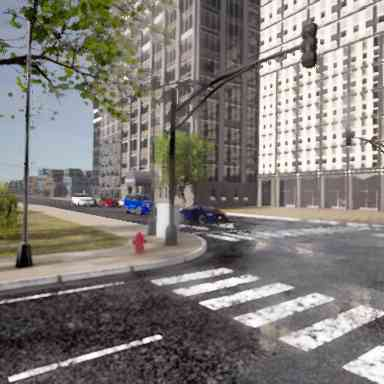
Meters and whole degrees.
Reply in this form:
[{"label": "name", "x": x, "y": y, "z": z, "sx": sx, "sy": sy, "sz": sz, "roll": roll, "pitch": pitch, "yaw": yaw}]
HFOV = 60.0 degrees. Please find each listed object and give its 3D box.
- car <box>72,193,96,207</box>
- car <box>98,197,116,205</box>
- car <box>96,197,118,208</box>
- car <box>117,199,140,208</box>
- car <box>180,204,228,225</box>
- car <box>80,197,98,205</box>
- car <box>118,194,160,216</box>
[{"label": "car", "x": -16.937, "y": 1.241, "z": 51.487, "sx": 2.150, "sy": 2.045, "sz": 5.566, "roll": 1, "pitch": -1, "yaw": -33}, {"label": "car", "x": -15.755, "y": 1.672, "z": 61.429, "sx": 1.812, "sy": 1.442, "sz": 4.674, "roll": 1, "pitch": -1, "yaw": -34}, {"label": "car", "x": -12.690, "y": 1.616, "z": 51.077, "sx": 1.812, "sy": 1.442, "sz": 4.674, "roll": 1, "pitch": -1, "yaw": -33}, {"label": "car", "x": -10.199, "y": 1.760, "z": 53.147, "sx": 1.895, "sy": 1.301, "sz": 4.718, "roll": 1, "pitch": -1, "yaw": -34}, {"label": "car", "x": 0.836, "y": 1.618, "z": 24.865, "sx": 1.994, "sy": 1.385, "sz": 4.181, "roll": 1, "pitch": -1, "yaw": -34}, {"label": "car", "x": -18.454, "y": 1.640, "z": 59.617, "sx": 1.994, "sy": 1.385, "sz": 4.181, "roll": 1, "pitch": -1, "yaw": -34}, {"label": "car", "x": -5.140, "y": 1.264, "z": 33.783, "sx": 2.150, "sy": 2.045, "sz": 5.566, "roll": 1, "pitch": -1, "yaw": -34}]
